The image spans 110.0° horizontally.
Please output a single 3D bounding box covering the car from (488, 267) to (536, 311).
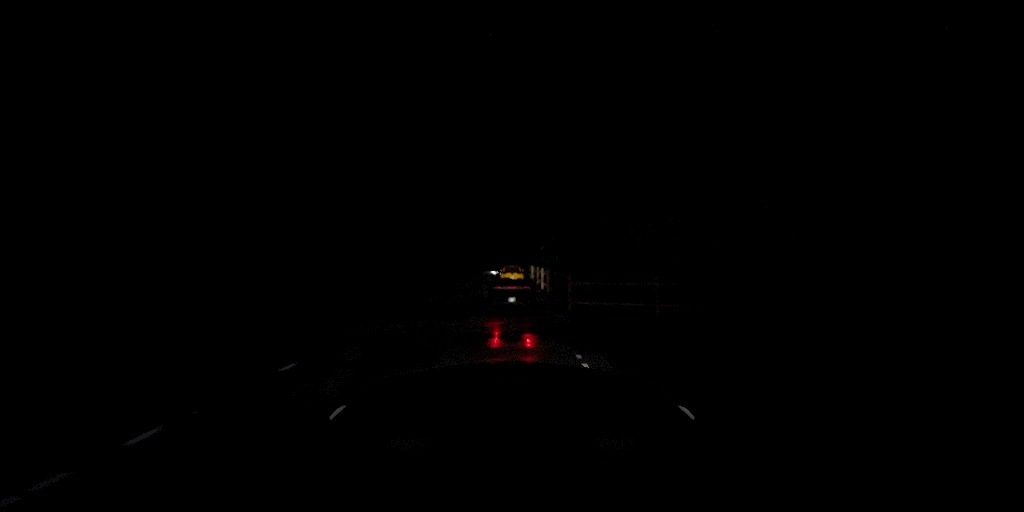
[{"bbox_3d":[0.015,1.392,15.357,2.128,1.511,4.902,0,0,0],"label":"car"}]

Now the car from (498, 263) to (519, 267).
[{"bbox_3d":[0.010,1.560,31.098,1.882,1.535,5.008,0,0,0],"label":"car"}]
